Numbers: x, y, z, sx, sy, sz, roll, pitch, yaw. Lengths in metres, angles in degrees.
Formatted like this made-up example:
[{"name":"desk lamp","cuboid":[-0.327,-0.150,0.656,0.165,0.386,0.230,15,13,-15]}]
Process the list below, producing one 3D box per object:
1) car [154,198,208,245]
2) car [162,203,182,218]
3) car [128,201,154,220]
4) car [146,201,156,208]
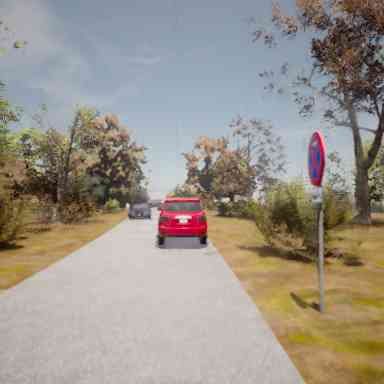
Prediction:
[{"name":"car","cuboid":[-0.520,1.300,16.216,2.150,2.045,5.566,0,0,-4]},{"name":"car","cuboid":[-2.126,1.883,34.421,1.895,1.301,4.718,0,-1,-6]},{"name":"car","cuboid":[-4.673,1.784,30.354,1.994,1.385,4.181,0,-1,-6]},{"name":"car","cuboid":[-8.732,2.637,70.582,1.994,1.385,4.181,0,-2,-6]}]
